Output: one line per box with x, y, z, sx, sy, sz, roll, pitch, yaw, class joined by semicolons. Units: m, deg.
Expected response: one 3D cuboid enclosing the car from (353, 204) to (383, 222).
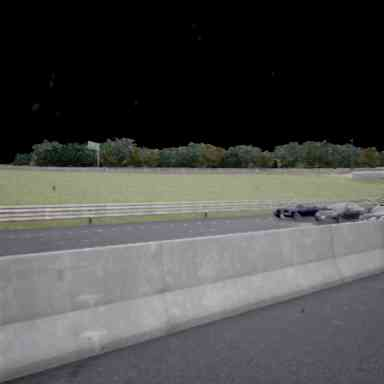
12.712;1.510;21.586;4.674;1.442;1.812;0;0;-35;car

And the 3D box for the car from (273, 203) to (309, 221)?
8.882;1.585;27.448;4.718;1.301;1.895;0;0;-35;car

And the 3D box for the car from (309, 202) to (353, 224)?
11.114;1.513;24.739;4.674;1.442;1.812;0;0;-35;car
